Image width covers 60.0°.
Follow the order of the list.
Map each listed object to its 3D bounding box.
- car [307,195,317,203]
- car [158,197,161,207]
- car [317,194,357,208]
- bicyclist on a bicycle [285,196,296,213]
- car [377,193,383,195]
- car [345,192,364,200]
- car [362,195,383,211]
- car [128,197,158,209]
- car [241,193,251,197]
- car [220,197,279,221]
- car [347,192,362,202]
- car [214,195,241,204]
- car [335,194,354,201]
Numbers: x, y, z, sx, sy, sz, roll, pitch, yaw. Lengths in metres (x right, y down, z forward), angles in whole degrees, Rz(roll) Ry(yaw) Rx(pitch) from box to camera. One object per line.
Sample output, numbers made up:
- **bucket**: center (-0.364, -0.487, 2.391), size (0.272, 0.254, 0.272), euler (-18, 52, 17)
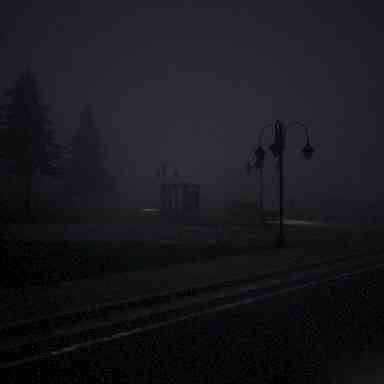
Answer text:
- **car**: center (22.324, 1.255, 59.455), size (1.845, 1.501, 3.633), euler (0, 0, -36)
- **car**: center (-4.943, 1.505, 47.463), size (1.812, 1.442, 4.674), euler (0, 0, -36)
- **car**: center (18.942, 1.338, 43.542), size (1.970, 1.475, 3.806), euler (0, 0, -36)
- **bicyclist on a bicycle**: center (9.968, 1.274, 33.567), size (1.656, 1.620, 0.582), euler (0, 0, -36)
- **car**: center (41.039, 0.999, 71.876), size (1.932, 1.855, 4.605), euler (0, 0, -36)
- **car**: center (39.146, 0.973, 80.190), size (1.905, 1.878, 3.866), euler (0, 0, -36)
- **car**: center (20.824, 1.332, 35.770), size (1.845, 1.501, 3.633), euler (0, 0, -36)
- **car**: center (-6.766, 1.550, 43.911), size (1.994, 1.385, 4.181), euler (0, 0, -36)
- **car**: center (8.224, 1.284, 58.825), size (2.152, 1.636, 5.027), euler (0, 0, -36)
- **car**: center (4.943, 1.463, 27.756), size (1.882, 1.535, 5.008), euler (0, 0, -36)
- **car**: center (30.484, 1.218, 65.222), size (2.007, 1.523, 4.514), euler (0, 0, -36)
- **car**: center (5.700, 1.298, 56.961), size (2.007, 1.523, 4.514), euler (0, 0, -36)
- **car**: center (36.085, 1.262, 78.757), size (1.970, 1.475, 3.806), euler (0, 0, -36)
